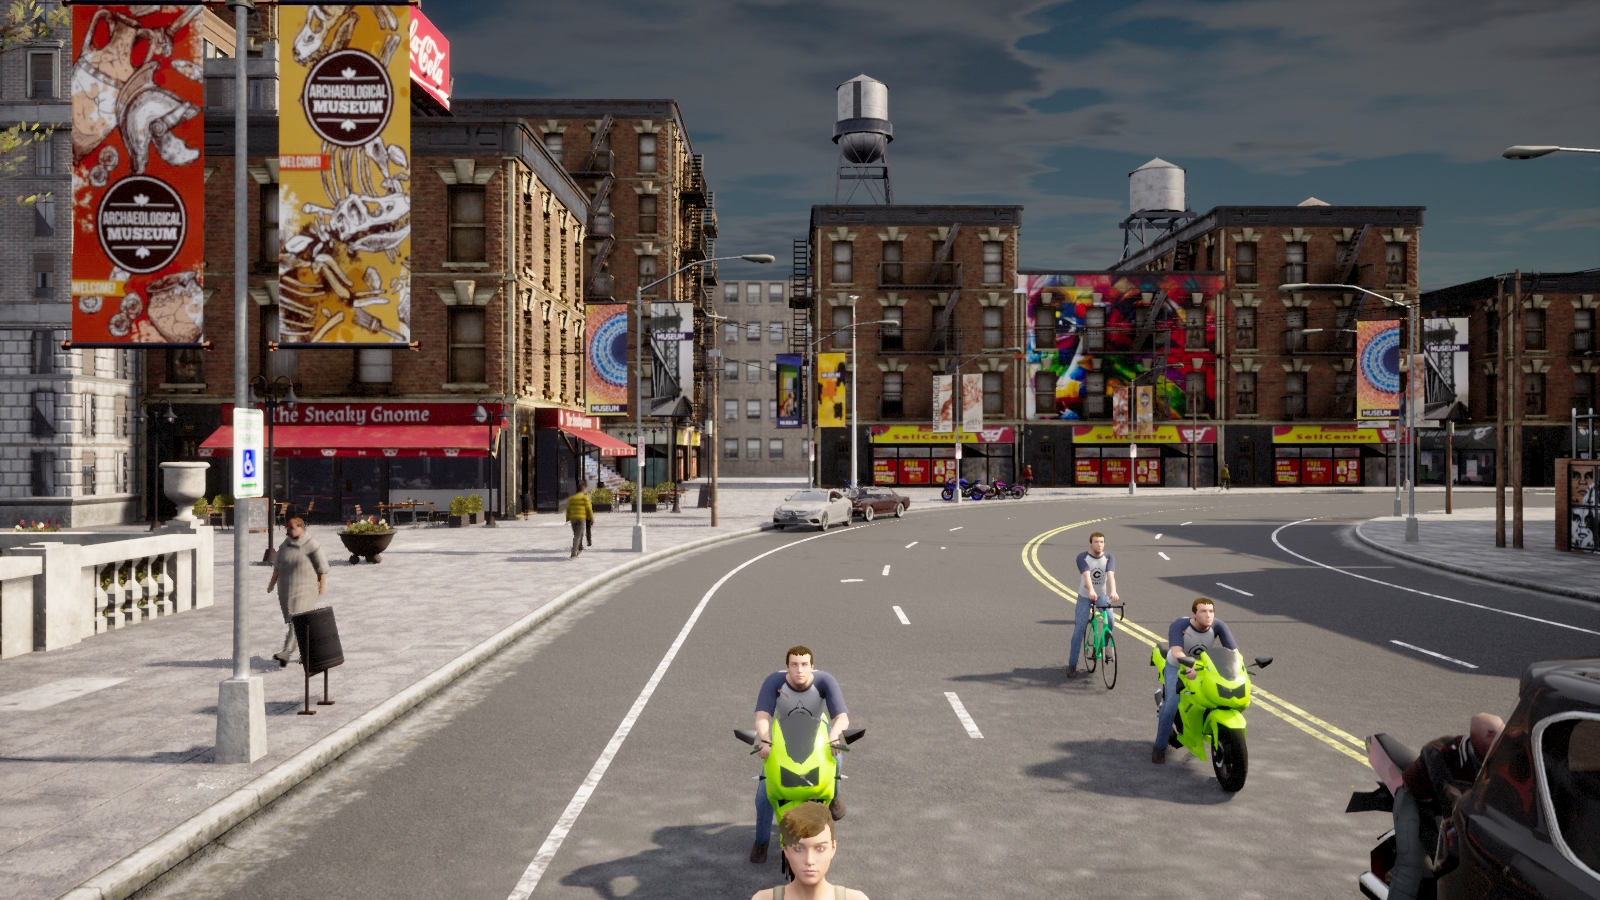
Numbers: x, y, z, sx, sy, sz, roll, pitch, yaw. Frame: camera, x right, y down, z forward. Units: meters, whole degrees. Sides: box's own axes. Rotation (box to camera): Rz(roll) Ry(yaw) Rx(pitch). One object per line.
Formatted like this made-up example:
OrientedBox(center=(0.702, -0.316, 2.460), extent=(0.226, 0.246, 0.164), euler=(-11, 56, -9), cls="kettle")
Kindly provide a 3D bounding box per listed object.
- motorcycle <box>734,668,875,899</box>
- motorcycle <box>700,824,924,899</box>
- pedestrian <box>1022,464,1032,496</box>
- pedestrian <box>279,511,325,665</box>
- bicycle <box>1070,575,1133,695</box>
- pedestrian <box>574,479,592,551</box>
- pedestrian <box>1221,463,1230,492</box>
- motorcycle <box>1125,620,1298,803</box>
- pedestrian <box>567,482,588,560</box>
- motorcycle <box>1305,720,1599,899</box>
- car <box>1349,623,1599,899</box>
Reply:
OrientedBox(center=(0.030, 2.215, 7.575), extent=(0.803, 1.145, 2.033), euler=(0, 0, 0), cls="motorcycle")
OrientedBox(center=(0.039, 2.172, 3.492), extent=(0.764, 1.277, 2.356), euler=(0, 0, 0), cls="motorcycle")
OrientedBox(center=(13.022, 1.723, 65.551), extent=(0.375, 1.860, 0.375), euler=(0, 0, -34), cls="pedestrian")
OrientedBox(center=(-6.185, 1.702, 14.185), extent=(0.375, 1.860, 0.375), euler=(0, 0, 10), cls="pedestrian")
OrientedBox(center=(3.650, 2.212, 13.929), extent=(0.373, 1.196, 1.643), euler=(0, 0, 1), cls="bicycle")
OrientedBox(center=(-5.716, 1.710, 30.084), extent=(0.375, 1.860, 0.375), euler=(0, 0, 5), cls="pedestrian")
OrientedBox(center=(26.813, 1.723, 72.047), extent=(0.375, 1.860, 0.375), euler=(0, 0, -18), cls="pedestrian")
OrientedBox(center=(3.536, 2.217, 10.038), extent=(0.803, 1.145, 2.033), euler=(0, 0, 0), cls="motorcycle")
OrientedBox(center=(-5.382, 1.707, 27.656), extent=(0.375, 1.860, 0.375), euler=(0, 0, 12), cls="pedestrian")
OrientedBox(center=(3.501, 2.240, 5.851), extent=(0.867, 1.251, 2.209), euler=(1, -2, 0), cls="motorcycle")
OrientedBox(center=(3.469, 1.785, 2.202), extent=(2.150, 2.045, 5.566), euler=(0, 0, 0), cls="car")
